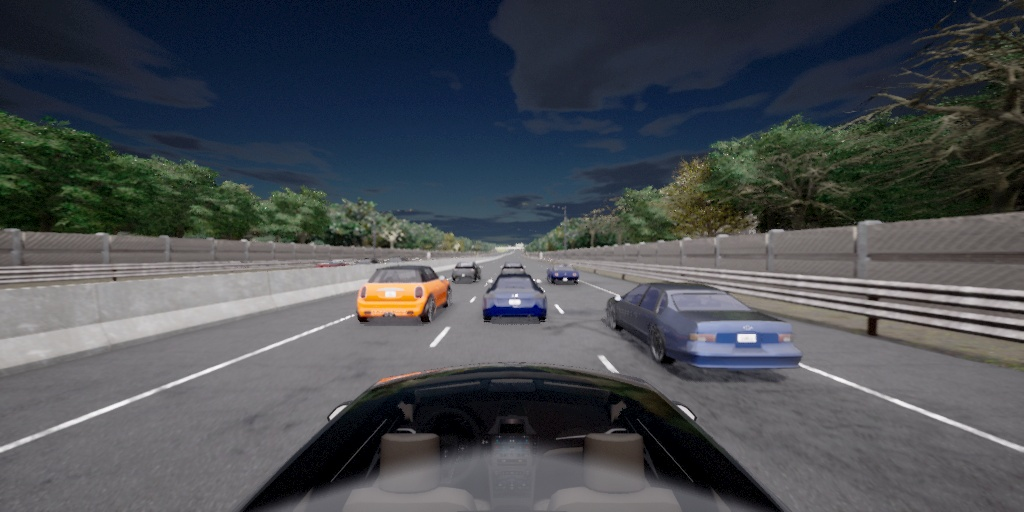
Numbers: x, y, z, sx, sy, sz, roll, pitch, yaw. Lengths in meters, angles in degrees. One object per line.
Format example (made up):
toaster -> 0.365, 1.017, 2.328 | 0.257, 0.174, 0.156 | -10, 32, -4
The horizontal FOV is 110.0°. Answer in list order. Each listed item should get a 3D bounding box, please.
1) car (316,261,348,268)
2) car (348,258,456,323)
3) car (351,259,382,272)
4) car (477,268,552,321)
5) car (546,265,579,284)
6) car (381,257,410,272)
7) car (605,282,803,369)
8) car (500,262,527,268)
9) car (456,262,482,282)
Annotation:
car -> -21.075, 1.232, 42.326 | 1.895, 1.301, 4.718 | 0, 0, 0
car -> -3.409, 1.070, 12.153 | 2.097, 1.767, 4.553 | 0, 0, 0
car -> -17.573, 1.134, 43.538 | 1.837, 1.490, 4.892 | 0, 0, 0
car -> 0.087, 1.280, 12.265 | 1.994, 1.385, 4.181 | 0, 0, 0
car -> 3.587, 1.276, 26.221 | 1.895, 1.301, 4.718 | 0, 0, 0
car -> -14.073, 0.979, 43.571 | 2.097, 1.767, 4.553 | 0, 0, 0
car -> 3.570, 1.278, 7.940 | 2.033, 1.411, 5.357 | 0, 0, 0
car -> 0.091, 1.162, 27.642 | 2.128, 1.511, 4.902 | 0, 0, 0
car -> -3.409, 1.162, 27.625 | 2.128, 1.511, 4.902 | 0, 0, 0
